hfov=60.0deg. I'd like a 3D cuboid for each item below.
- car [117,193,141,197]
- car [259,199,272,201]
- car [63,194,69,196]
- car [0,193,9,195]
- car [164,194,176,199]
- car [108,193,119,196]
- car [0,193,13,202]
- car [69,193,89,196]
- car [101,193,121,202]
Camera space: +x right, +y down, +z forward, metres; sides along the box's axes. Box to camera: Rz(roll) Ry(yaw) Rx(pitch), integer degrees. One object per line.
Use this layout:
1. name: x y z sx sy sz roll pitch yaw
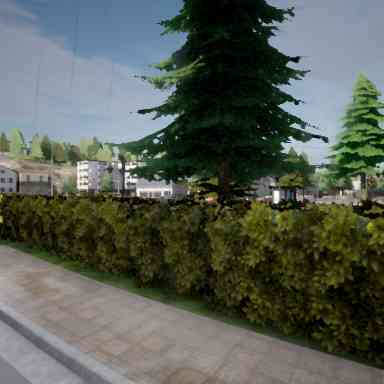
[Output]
1. car: -9.691 1.384 53.866 3.806 1.475 1.970 0 0 -45
2. car: 9.911 1.478 44.328 1.882 1.535 5.008 0 0 45
3. car: -31.244 1.232 85.565 3.806 1.475 1.970 0 0 -45
4. car: -23.116 1.330 40.896 5.027 1.636 2.152 0 0 -45
5. car: -2.220 1.221 37.411 5.566 2.045 2.150 0 0 -45
6. car: -15.227 1.097 70.296 4.605 1.855 1.932 0 0 -45
7. car: -41.124 1.097 71.276 4.605 1.855 1.932 0 0 -45
8. car: -26.518 1.153 81.212 5.027 1.636 2.152 0 0 -45
9. car: -17.556 1.077 72.081 3.866 1.878 1.905 0 0 -45
